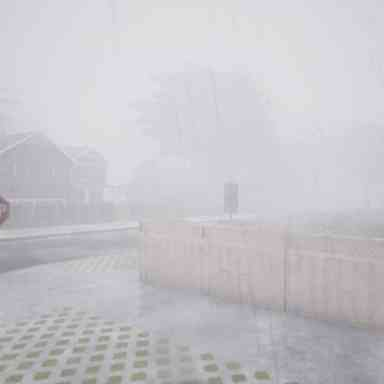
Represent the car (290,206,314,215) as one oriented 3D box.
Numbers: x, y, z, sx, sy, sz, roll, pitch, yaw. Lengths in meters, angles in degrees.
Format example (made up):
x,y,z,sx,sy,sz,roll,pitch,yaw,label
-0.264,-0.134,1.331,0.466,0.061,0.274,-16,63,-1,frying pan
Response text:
x,y,z,sx,sy,sz,roll,pitch,yaw,label
15.271,2.624,45.957,2.033,1.411,5.357,1,-1,36,car
